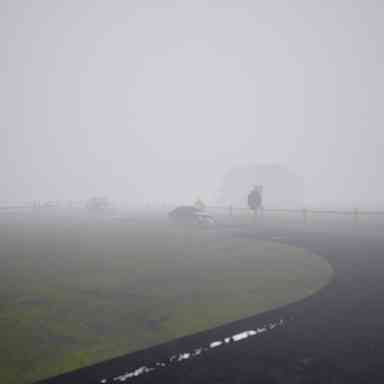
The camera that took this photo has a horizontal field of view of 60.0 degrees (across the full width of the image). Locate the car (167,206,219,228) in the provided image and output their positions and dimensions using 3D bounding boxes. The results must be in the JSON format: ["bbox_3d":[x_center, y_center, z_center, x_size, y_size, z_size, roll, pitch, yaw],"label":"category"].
[{"bbox_3d":[-0.081,1.716,23.707,1.812,1.442,4.674,2,-2,-36],"label":"car"}]

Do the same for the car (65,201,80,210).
[{"bbox_3d":[-19.753,2.225,55.457,1.812,1.442,4.674,2,-2,-36],"label":"car"}]

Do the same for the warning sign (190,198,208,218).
[{"bbox_3d":[0.643,1.496,31.731,1.300,1.860,1.060,2,-1,-36],"label":"warning sign"}]

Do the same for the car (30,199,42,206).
[{"bbox_3d":[-39.501,2.525,84.117,2.097,1.767,4.553,2,-2,-36],"label":"car"}]

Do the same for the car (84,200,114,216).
[{"bbox_3d":[-10.494,1.923,37.971,1.812,1.442,4.674,2,-2,-36],"label":"car"}]

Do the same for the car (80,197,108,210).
[{"bbox_3d":[-13.437,1.791,46.890,2.150,2.045,5.566,2,-2,-35],"label":"car"}]
